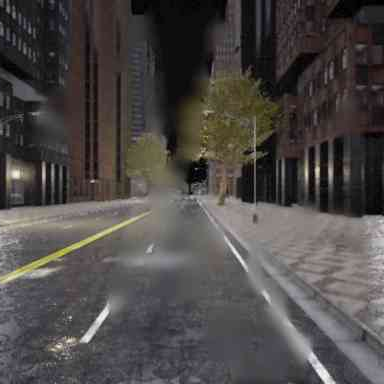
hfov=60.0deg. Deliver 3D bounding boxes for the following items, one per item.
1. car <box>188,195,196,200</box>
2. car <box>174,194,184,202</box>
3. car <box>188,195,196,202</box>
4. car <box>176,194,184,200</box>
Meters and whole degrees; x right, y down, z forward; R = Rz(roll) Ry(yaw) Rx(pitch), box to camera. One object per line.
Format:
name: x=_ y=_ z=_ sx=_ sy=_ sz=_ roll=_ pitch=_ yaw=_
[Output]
car: x=0.041 y=1.457 z=89.725 sx=2.128 sy=1.511 sz=4.902 roll=0 pitch=0 yaw=0
car: x=-3.214 y=1.623 z=79.307 sx=2.033 sy=1.411 sz=5.357 roll=0 pitch=0 yaw=0
car: x=0.037 y=1.637 z=79.722 sx=1.994 sy=1.385 sz=4.181 roll=0 pitch=0 yaw=0
car: x=-3.209 y=1.432 z=89.727 sx=1.837 sy=1.490 sz=4.892 roll=0 pitch=0 yaw=0
